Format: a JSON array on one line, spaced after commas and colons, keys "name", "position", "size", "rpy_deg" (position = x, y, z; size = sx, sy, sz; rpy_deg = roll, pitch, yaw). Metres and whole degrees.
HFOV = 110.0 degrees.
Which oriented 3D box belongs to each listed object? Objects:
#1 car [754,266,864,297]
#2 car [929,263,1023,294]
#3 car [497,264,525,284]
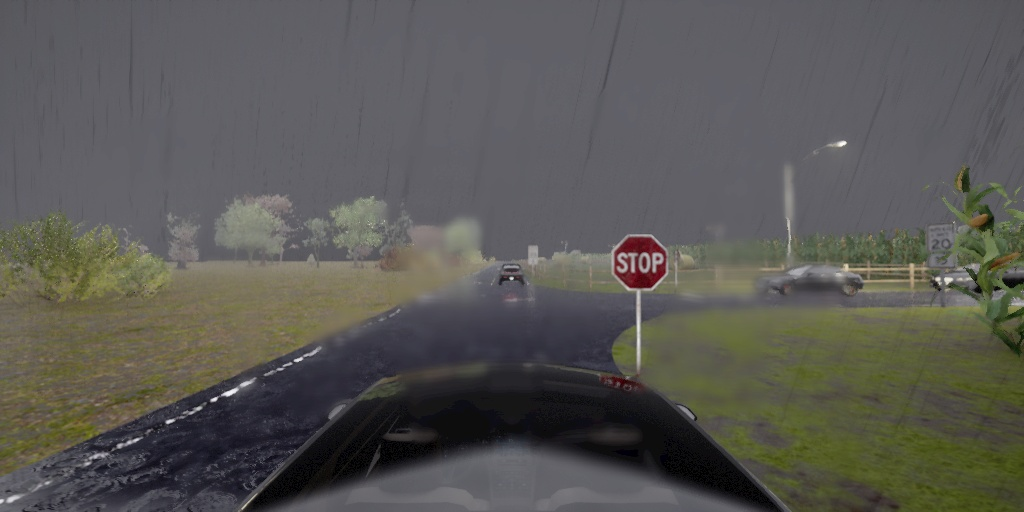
[{"name": "car", "position": [14.463, 1.205, 17.571], "size": [4.674, 1.442, 1.812], "rpy_deg": [-1, -1, -1]}, {"name": "car", "position": [23.691, 1.081, 17.733], "size": [4.902, 1.511, 2.128], "rpy_deg": [-1, -1, -1]}, {"name": "car", "position": [-0.067, 1.362, 28.201], "size": [1.837, 1.490, 4.892], "rpy_deg": [0, 0, -1]}]
